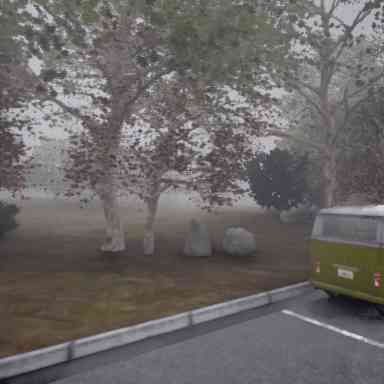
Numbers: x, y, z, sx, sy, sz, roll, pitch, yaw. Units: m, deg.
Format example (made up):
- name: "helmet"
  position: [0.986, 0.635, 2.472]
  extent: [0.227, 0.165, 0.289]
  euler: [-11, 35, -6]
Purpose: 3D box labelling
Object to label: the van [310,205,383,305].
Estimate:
- name: "van"
  position: [4.677, 1.264, 7.386]
  extent: [4.442, 1.987, 1.878]
  euler: [0, 0, -33]
